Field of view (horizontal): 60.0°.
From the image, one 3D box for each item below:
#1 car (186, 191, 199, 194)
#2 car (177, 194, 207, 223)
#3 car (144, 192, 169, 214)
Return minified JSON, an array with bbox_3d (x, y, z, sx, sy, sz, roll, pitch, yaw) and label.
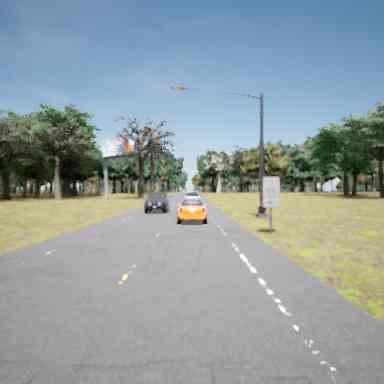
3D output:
[{"bbox_3d":[0.067,0.945,43.743,2.150,2.045,5.566,0,0,0],"label":"car"},{"bbox_3d":[0.035,1.278,24.815,2.097,1.767,4.553,0,0,0],"label":"car"},{"bbox_3d":[-3.533,1.073,34.219,2.150,2.045,5.566,0,0,0],"label":"car"}]
